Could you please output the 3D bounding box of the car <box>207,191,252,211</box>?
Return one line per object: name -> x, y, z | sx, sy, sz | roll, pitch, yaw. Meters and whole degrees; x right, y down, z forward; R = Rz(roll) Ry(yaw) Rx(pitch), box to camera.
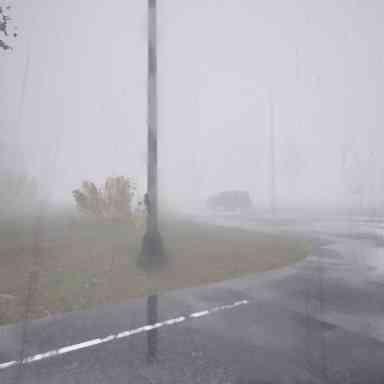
car -> 3.952, 0.880, 35.952 | 2.150, 2.045, 5.566 | -1, 1, -35
